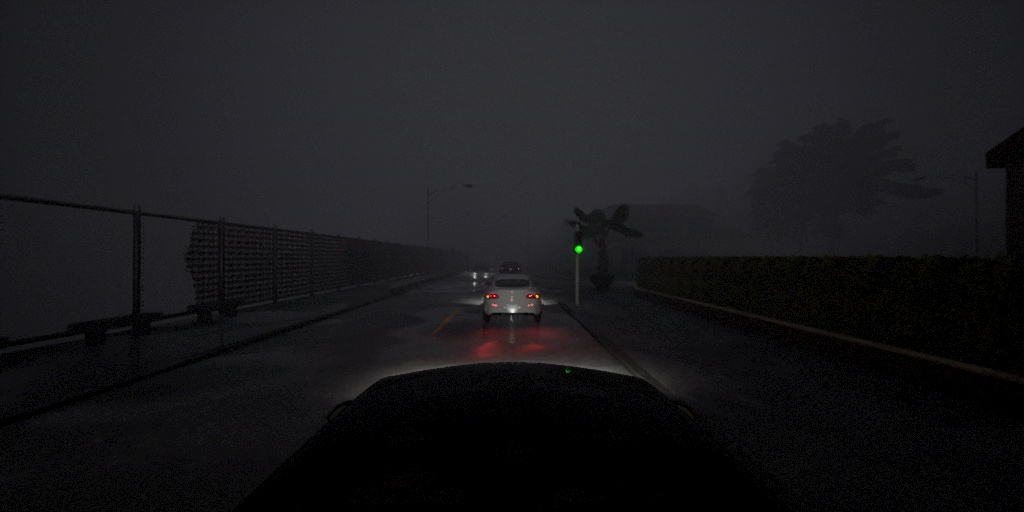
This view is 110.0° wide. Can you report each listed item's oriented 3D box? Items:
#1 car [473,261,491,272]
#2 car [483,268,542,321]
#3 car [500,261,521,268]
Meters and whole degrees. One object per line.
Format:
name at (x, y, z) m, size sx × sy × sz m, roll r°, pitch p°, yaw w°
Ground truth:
car at (-4.427, 1.546, 51.891) m, size 1.812 × 1.442 × 4.674 m, roll 0°, pitch 0°, yaw 0°
car at (0.009, 1.334, 12.605) m, size 1.812 × 1.442 × 4.674 m, roll 0°, pitch 0°, yaw 0°
car at (-0.138, 1.285, 35.876) m, size 2.097 × 1.767 × 4.553 m, roll 0°, pitch 0°, yaw 0°
